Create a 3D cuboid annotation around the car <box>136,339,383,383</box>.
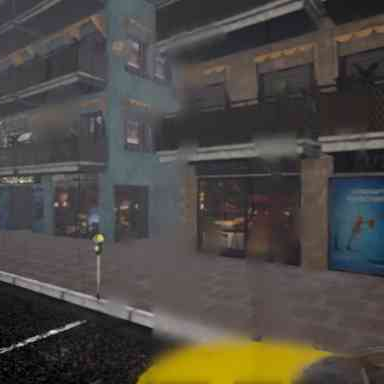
[{"bbox_3d":[1.558,1.525,1.760,4.829,1.417,1.752,0,0,35],"label":"car"}]
